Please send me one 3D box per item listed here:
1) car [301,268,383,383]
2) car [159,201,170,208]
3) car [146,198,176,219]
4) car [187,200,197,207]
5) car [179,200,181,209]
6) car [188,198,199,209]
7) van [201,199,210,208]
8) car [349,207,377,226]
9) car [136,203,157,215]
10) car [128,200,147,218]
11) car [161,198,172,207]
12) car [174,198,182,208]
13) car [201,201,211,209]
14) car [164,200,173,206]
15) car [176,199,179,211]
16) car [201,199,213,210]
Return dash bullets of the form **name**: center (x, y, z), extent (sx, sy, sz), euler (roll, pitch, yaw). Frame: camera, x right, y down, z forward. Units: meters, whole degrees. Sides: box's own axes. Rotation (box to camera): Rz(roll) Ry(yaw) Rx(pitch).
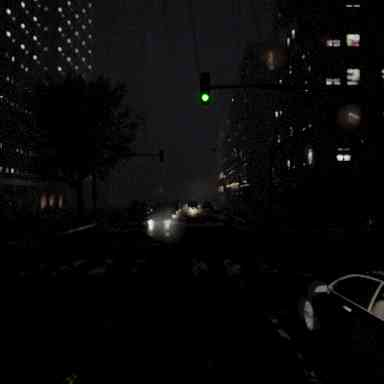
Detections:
- **car**: center (2.690, 1.605, 4.044), extent (2.008, 1.369, 4.403), euler (0, -1, 0)
- **car**: center (-5.669, 2.525, 69.567), extent (1.947, 1.339, 4.313), euler (0, -1, 0)
- **car**: center (-3.089, 1.813, 34.172), extent (2.097, 1.767, 4.553), euler (0, -1, 0)
- **car**: center (0.027, 2.588, 75.734), extent (2.033, 1.411, 5.357), euler (0, -1, 0)
- **car**: center (-3.076, 2.242, 52.567), extent (1.812, 1.442, 4.674), euler (0, -1, 1)
- **car**: center (0.122, 2.363, 62.691), extent (1.837, 1.490, 4.892), euler (0, -1, 0)
- **van**: center (2.712, 2.299, 69.567), extent (1.690, 1.788, 3.998), euler (0, -1, 0)
- **car**: center (13.433, 1.652, 23.447), extent (4.403, 1.369, 2.008), euler (-1, 0, -1)
- **car**: center (-5.678, 2.135, 41.955), extent (1.947, 1.339, 4.313), euler (0, -1, 0)
- **car**: center (-5.680, 1.807, 36.435), extent (2.192, 1.841, 5.009), euler (0, -1, 0)
- **car**: center (-5.667, 2.355, 75.091), extent (2.192, 1.841, 5.009), euler (0, -1, 0)
- **car**: center (-3.019, 2.209, 62.499), extent (2.097, 1.767, 4.553), euler (0, -1, 1)
- **car**: center (2.710, 2.406, 64.211), extent (1.752, 1.417, 4.829), euler (0, -1, 0)
- **car**: center (-5.665, 2.672, 80.611), extent (2.008, 1.369, 4.403), euler (0, -1, 0)
- **car**: center (-3.081, 2.064, 43.260), extent (1.882, 1.535, 5.008), euler (0, -1, 0)
- **car**: center (2.709, 2.365, 58.518), extent (1.947, 1.339, 4.313), euler (0, -1, 0)
